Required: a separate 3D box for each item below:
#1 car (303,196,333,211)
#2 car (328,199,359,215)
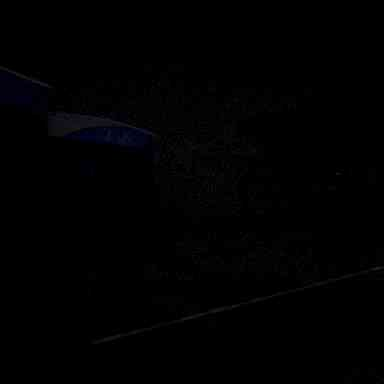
[{"bbox_3d":[16.628,1.513,43.877,3.866,1.878,1.905,0,0,-36],"label":"car"},{"bbox_3d":[16.426,1.658,36.747,4.611,1.667,2.242,0,0,-36],"label":"car"}]
